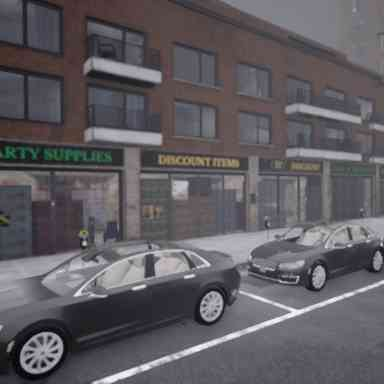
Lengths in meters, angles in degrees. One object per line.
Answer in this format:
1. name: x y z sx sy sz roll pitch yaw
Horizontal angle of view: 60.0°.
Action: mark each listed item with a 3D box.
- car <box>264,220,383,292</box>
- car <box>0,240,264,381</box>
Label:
1. car: 3.331 1.446 8.562 4.403 1.369 2.008 -1 1 -35
2. car: -1.162 1.522 5.359 4.403 1.369 2.008 -1 1 -35
